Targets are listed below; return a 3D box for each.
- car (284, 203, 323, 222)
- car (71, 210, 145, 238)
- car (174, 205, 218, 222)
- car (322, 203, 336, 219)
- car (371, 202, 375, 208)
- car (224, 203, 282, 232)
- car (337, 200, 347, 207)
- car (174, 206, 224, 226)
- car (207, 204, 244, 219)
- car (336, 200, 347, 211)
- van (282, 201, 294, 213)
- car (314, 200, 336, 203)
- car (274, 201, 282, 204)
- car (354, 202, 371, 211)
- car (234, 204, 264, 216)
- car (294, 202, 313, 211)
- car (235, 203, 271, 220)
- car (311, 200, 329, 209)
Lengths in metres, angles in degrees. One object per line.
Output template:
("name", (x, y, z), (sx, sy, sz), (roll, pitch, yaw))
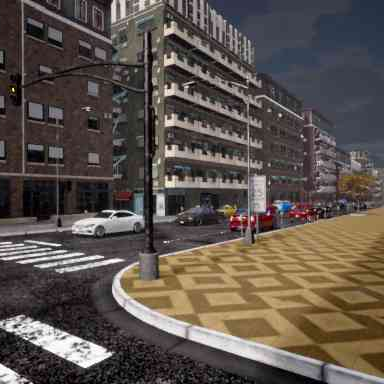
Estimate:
("car", (10.619, 2.032, 31.449), (1.887, 1.381, 4.507), (-2, -2, 35))
("car", (-4.739, 1.778, 19.467), (1.812, 1.442, 4.674), (-1, -1, 34))
("car", (0.469, 2.002, 31.432), (1.752, 1.417, 4.829), (-2, -2, 35))
("car", (13.854, 2.141, 36.080), (1.947, 1.339, 4.313), (-2, -2, 35))
("car", (36.490, 2.745, 68.506), (2.008, 1.369, 4.403), (-2, -2, 35))
("car", (4.150, 1.751, 22.187), (1.967, 1.590, 4.097), (-2, -2, 35))
("car", (39.273, 2.882, 87.103), (1.690, 1.788, 3.998), (-2, -2, 35))
("car", (0.787, 1.950, 27.395), (2.033, 1.411, 5.357), (-1, -1, 35))
("car", (3.703, 2.090, 36.064), (1.752, 1.417, 4.829), (-2, -2, 35))
("car", (24.894, 2.463, 56.340), (1.837, 1.490, 4.892), (-1, -1, 35))
("van", (13.499, 2.174, 50.106), (1.690, 1.788, 3.998), (-2, -2, 35))
("car", (18.041, 2.263, 46.529), (2.128, 1.511, 4.902), (-1, -1, 35))
("car", (10.267, 2.289, 45.468), (1.887, 1.381, 4.507), (-2, -2, 35))
("car", (30.022, 2.583, 59.241), (1.947, 1.339, 4.313), (-2, -2, 35))
("car", (7.034, 2.222, 40.835), (1.947, 1.339, 4.313), (-2, -2, 35))
("car", (19.969, 2.554, 59.365), (1.887, 1.381, 4.507), (-2, -2, 35))
("car", (6.574, 2.038, 35.672), (1.882, 1.535, 5.008), (-1, -1, 35))
("car", (26.434, 2.501, 68.636), (2.192, 1.841, 5.009), (-2, -2, 35))
